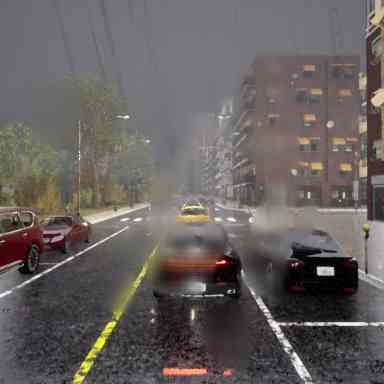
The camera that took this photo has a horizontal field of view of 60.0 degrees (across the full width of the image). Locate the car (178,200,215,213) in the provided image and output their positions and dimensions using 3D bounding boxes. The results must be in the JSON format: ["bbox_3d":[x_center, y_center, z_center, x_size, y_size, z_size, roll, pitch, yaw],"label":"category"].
[{"bbox_3d":[0.132,1.461,19.060,1.801,1.575,5.366,0,0,0],"label":"car"}]

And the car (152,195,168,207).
[{"bbox_3d":[-5.218,1.568,51.537,1.887,1.381,4.507,1,0,0],"label":"car"}]

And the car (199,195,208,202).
[{"bbox_3d":[2.714,1.492,80.743,1.967,1.590,4.097,1,0,0],"label":"car"}]

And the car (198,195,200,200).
[{"bbox_3d":[2.693,1.621,69.376,1.802,1.307,4.206,1,0,0],"label":"car"}]

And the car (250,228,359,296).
[{"bbox_3d":[2.587,1.568,8.510,1.947,1.339,4.313,1,0,0],"label":"car"}]

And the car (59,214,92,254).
[{"bbox_3d":[-5.285,1.585,13.422,1.802,1.307,4.206,1,0,0],"label":"car"}]

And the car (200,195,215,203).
[{"bbox_3d":[2.664,1.574,52.327,2.008,1.369,4.403,1,0,0],"label":"car"}]

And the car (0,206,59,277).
[{"bbox_3d":[-5.292,1.317,7.767,2.192,1.841,5.009,1,0,0],"label":"car"}]

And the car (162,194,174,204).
[{"bbox_3d":[-5.196,1.348,62.889,2.192,1.841,5.009,1,0,0],"label":"car"}]

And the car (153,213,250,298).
[{"bbox_3d":[0.114,1.507,8.526,1.837,1.490,4.892,0,0,0],"label":"car"}]

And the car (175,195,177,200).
[{"bbox_3d":[-5.159,1.609,85.593,2.008,1.369,4.403,1,0,0],"label":"car"}]
